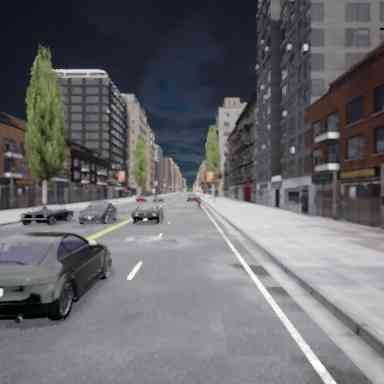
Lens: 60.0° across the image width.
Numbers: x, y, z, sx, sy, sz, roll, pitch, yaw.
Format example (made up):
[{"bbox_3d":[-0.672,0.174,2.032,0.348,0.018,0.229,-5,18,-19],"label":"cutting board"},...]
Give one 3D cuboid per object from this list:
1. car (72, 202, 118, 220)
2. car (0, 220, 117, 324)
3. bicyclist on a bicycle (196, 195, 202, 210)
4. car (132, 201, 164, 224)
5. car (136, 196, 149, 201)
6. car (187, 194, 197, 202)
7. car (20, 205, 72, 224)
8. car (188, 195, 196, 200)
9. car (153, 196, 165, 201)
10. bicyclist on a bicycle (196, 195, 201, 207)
[{"bbox_3d":[-6.584,1.476,23.761,1.837,1.490,4.892,0,0,0],"label":"car"},{"bbox_3d":[-3.149,1.558,7.268,1.994,1.385,4.181,0,0,0],"label":"car"},{"bbox_3d":[0.908,1.394,39.867,0.582,1.620,1.656,0,0,0],"label":"bicyclist on a bicycle"},{"bbox_3d":[-3.142,1.570,24.702,1.895,1.301,4.718,0,0,0],"label":"car"},{"bbox_3d":[-9.734,1.485,65.111,1.895,1.301,4.718,0,0,0],"label":"car"},{"bbox_3d":[0.027,1.225,73.582,2.097,1.767,4.553,0,0,0],"label":"car"},{"bbox_3d":[-9.837,1.573,22.895,1.895,1.301,4.718,0,0,0],"label":"car"},{"bbox_3d":[0.032,1.382,88.622,1.994,1.385,4.181,0,0,0],"label":"car"},{"bbox_3d":[-6.488,1.440,65.142,1.994,1.385,4.181,0,0,0],"label":"car"},{"bbox_3d":[0.912,1.294,48.976,0.659,1.776,1.843,0,0,0],"label":"bicyclist on a bicycle"}]
